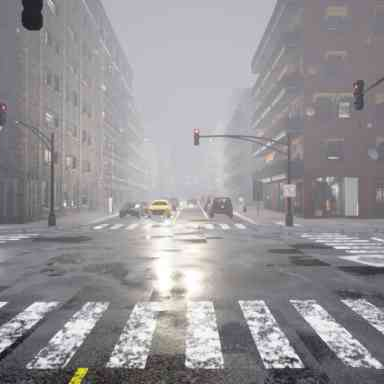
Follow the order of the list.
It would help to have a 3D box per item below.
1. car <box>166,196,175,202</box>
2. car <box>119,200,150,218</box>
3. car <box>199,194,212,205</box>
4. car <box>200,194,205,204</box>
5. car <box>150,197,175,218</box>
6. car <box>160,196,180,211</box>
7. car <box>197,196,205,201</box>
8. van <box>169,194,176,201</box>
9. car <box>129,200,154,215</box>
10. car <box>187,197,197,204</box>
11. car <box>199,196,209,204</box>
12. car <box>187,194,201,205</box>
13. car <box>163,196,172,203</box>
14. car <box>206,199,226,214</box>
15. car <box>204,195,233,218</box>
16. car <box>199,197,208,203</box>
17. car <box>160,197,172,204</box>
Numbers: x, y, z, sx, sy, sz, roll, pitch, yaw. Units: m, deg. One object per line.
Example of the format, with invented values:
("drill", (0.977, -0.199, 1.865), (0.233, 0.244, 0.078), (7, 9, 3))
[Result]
("car", (-5.413, 1.763, 85.699), (2.008, 1.369, 4.403), (1, 0, 0))
("car", (-5.337, 1.577, 30.075), (1.947, 1.339, 4.313), (1, 0, 0))
("car", (2.500, 1.402, 63.490), (2.192, 1.841, 5.009), (1, 0, 0))
("car", (2.531, 1.335, 41.256), (2.192, 1.841, 5.009), (1, 0, 0))
("car", (-2.886, 1.489, 30.582), (1.882, 1.535, 5.008), (0, 0, 0))
("car", (-2.899, 1.583, 40.566), (1.994, 1.385, 4.181), (0, 0, 0))
("car", (2.460, 1.813, 91.305), (1.947, 1.339, 4.313), (1, 0, 0))
("van", (-5.417, 1.588, 91.264), (1.690, 1.788, 3.998), (1, 0, 0))
("car", (-5.344, 1.580, 35.636), (1.947, 1.339, 4.313), (1, 0, 0))
("car", (-0.027, 1.684, 70.325), (1.994, 1.385, 4.181), (0, 0, 0))
("car", (2.490, 1.556, 69.054), (1.967, 1.590, 4.097), (1, 0, 0))
("car", (0.023, 1.564, 60.091), (2.128, 1.511, 4.902), (0, 0, 0))
("car", (-5.398, 1.670, 74.400), (1.752, 1.417, 4.829), (1, 0, 0))
("car", (2.536, 1.540, 35.861), (1.752, 1.417, 4.829), (1, 0, 0))
("car", (2.547, 1.326, 30.131), (2.192, 1.841, 5.009), (1, 0, 0))
("car", (2.481, 1.728, 74.614), (1.802, 1.307, 4.206), (1, 0, 0))
("car", (-5.391, 1.666, 69.008), (2.008, 1.369, 4.403), (1, 0, 0))
